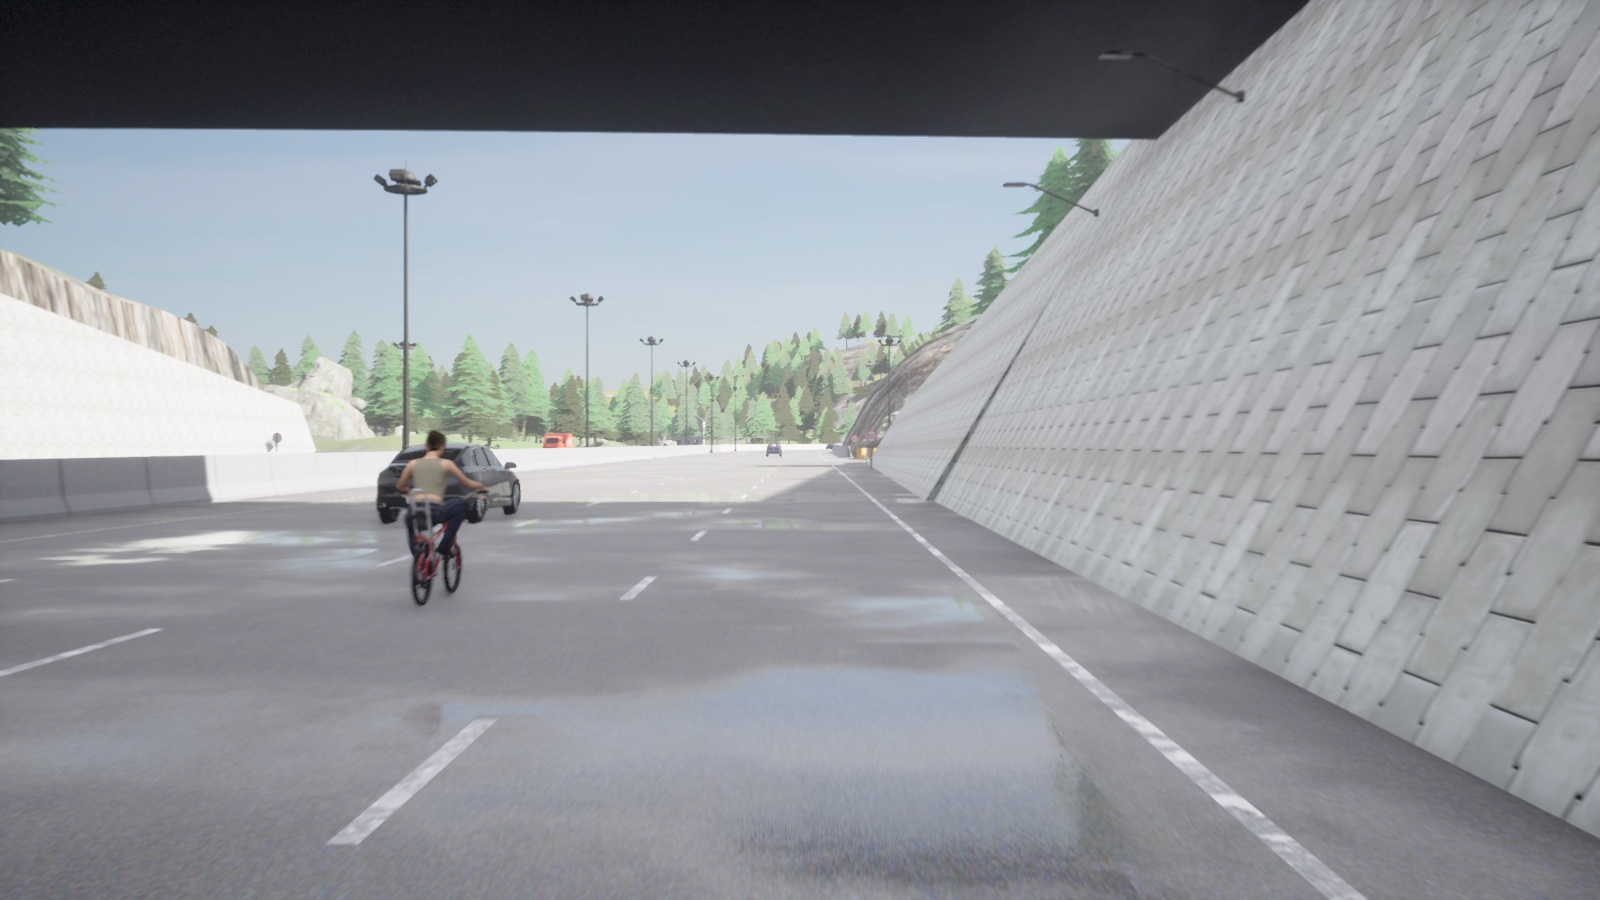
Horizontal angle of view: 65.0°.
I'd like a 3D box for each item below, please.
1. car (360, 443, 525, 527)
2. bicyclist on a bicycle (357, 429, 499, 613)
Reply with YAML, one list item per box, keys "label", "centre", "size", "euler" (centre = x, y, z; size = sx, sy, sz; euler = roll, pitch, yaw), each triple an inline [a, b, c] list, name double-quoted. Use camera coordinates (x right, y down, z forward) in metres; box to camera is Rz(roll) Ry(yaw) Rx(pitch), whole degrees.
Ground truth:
- label: "car"
  centre: [-6.861, 0.609, 24.679]
  size: [1.837, 1.490, 4.892]
  euler: [0, 0, 0]
- label: "bicyclist on a bicycle"
  centre: [-3.426, 0.615, 11.709]
  size: [0.866, 1.612, 1.509]
  euler: [0, 0, 1]
